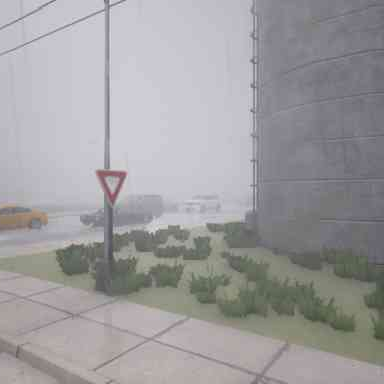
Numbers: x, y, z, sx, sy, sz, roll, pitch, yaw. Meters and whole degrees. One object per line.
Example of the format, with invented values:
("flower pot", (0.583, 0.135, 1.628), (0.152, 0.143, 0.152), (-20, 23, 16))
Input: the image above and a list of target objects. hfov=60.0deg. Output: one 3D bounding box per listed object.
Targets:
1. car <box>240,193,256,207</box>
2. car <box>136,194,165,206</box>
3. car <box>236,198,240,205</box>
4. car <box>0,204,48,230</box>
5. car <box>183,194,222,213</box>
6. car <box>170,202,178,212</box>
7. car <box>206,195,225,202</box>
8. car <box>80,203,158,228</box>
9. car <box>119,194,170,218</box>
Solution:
("car", (9.789, 1.227, 49.853), (2.150, 2.045, 5.566), (0, 0, 33))
("car", (-6.994, 1.310, 55.939), (4.605, 1.855, 1.932), (0, 0, 34))
("car", (9.682, 1.313, 57.120), (3.866, 1.878, 1.905), (0, 0, 34))
("car", (-10.687, 1.478, 18.728), (1.882, 1.535, 5.008), (0, 0, 34))
("car", (1.299, 1.222, 37.016), (2.150, 2.045, 5.566), (0, 0, 33))
("car", (-3.680, 1.480, 36.936), (4.611, 1.667, 2.242), (0, 0, 34))
("car", (5.265, 1.521, 74.783), (3.905, 1.438, 1.784), (0, 0, 34))
("car", (-4.648, 1.601, 21.410), (1.895, 1.301, 4.718), (0, 0, 35))
("car", (-4.586, 1.221, 28.026), (2.150, 2.045, 5.566), (0, 0, 33))
